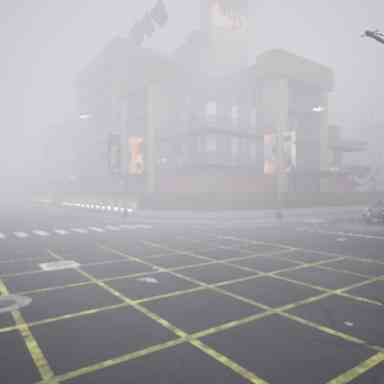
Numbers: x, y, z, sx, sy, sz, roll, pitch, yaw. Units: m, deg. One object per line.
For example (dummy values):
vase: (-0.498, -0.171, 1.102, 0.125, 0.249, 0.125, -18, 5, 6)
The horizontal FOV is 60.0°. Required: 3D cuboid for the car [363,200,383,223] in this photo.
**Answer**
car: (14.304, 1.326, 23.996, 4.553, 1.767, 2.097, 0, 0, -35)
